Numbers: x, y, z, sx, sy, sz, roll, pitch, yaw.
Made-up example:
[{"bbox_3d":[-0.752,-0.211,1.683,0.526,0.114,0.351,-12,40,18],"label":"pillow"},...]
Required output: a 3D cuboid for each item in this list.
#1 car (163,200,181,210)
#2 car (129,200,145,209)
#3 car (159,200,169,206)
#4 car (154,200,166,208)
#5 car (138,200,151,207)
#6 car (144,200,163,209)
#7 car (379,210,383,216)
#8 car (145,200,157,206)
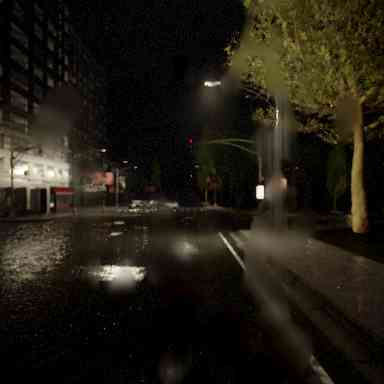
[{"bbox_3d":[-3.192,2.220,54.022,1.895,1.301,4.718,0,-1,1],"label":"car"},{"bbox_3d":[-9.789,2.184,58.375,2.128,1.511,4.902,0,-1,1],"label":"car"},{"bbox_3d":[-6.501,2.664,78.390,1.895,1.301,4.718,0,-1,0],"label":"car"},{"bbox_3d":[-6.501,2.346,68.066,1.882,1.535,5.008,0,-1,0],"label":"car"},{"bbox_3d":[-9.751,2.419,68.671,2.033,1.411,5.357,0,-1,0],"label":"car"},{"bbox_3d":[-6.539,2.236,58.118,2.033,1.411,5.357,0,-1,1],"label":"car"},{"bbox_3d":[38.239,4.107,64.822,1.895,1.301,4.718,0,-3,45],"label":"car"},{"bbox_3d":[-9.751,2.625,79.213,2.033,1.411,5.357,0,-1,0],"label":"car"}]
